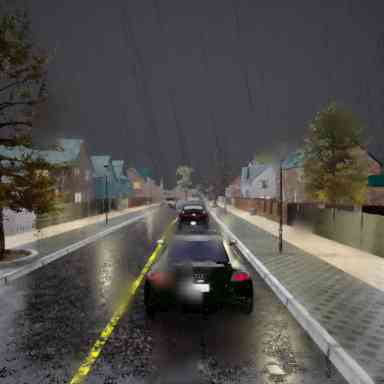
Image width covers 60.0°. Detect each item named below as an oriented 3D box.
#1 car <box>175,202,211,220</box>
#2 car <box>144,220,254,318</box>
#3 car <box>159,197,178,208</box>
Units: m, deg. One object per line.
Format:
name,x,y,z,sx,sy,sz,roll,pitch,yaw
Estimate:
car,0.108,1.522,21.214,1.837,1.490,4.892,0,0,1
car,0.117,1.563,7.537,1.994,1.385,4.181,0,0,0
car,-2.561,1.211,37.228,1.882,1.535,5.008,0,0,1
